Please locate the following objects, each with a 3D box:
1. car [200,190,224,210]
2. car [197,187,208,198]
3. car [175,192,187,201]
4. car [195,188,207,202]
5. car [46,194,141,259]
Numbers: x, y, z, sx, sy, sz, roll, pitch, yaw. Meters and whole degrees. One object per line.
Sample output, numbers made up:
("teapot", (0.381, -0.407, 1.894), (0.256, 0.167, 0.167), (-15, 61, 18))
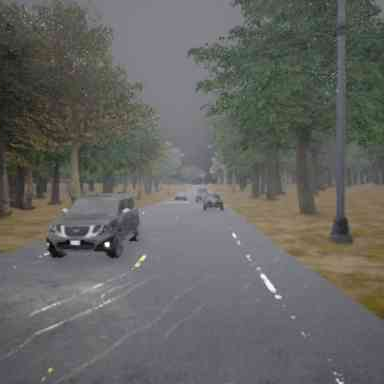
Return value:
("car", (2.209, 0.947, 35.076), (2.097, 1.767, 4.553), (0, 1, 2))
("car", (2.185, 0.080, 68.934), (2.150, 2.045, 5.566), (0, 1, 2))
("car", (-1.822, 0.735, 55.708), (1.882, 1.535, 5.008), (0, 1, 3))
("car", (1.612, 0.667, 52.524), (2.097, 1.767, 4.553), (0, 1, 2))
("car", (-3.394, 1.128, 12.635), (2.150, 2.045, 5.566), (0, 1, 2))
